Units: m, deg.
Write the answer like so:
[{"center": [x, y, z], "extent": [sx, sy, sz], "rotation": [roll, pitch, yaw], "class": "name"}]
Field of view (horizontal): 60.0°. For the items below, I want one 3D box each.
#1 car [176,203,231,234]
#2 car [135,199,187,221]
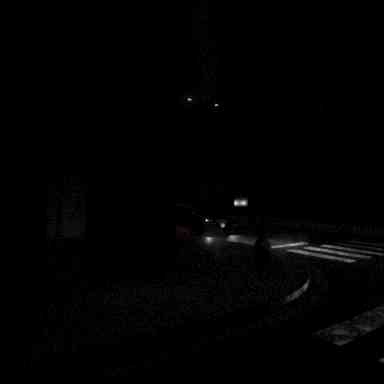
[{"center": [0.091, 1.406, 18.639], "extent": [2.128, 1.511, 4.902], "rotation": [0, 0, -37], "class": "car"}, {"center": [-2.690, 1.381, 27.581], "extent": [2.128, 1.511, 4.902], "rotation": [0, 0, -35], "class": "car"}]
